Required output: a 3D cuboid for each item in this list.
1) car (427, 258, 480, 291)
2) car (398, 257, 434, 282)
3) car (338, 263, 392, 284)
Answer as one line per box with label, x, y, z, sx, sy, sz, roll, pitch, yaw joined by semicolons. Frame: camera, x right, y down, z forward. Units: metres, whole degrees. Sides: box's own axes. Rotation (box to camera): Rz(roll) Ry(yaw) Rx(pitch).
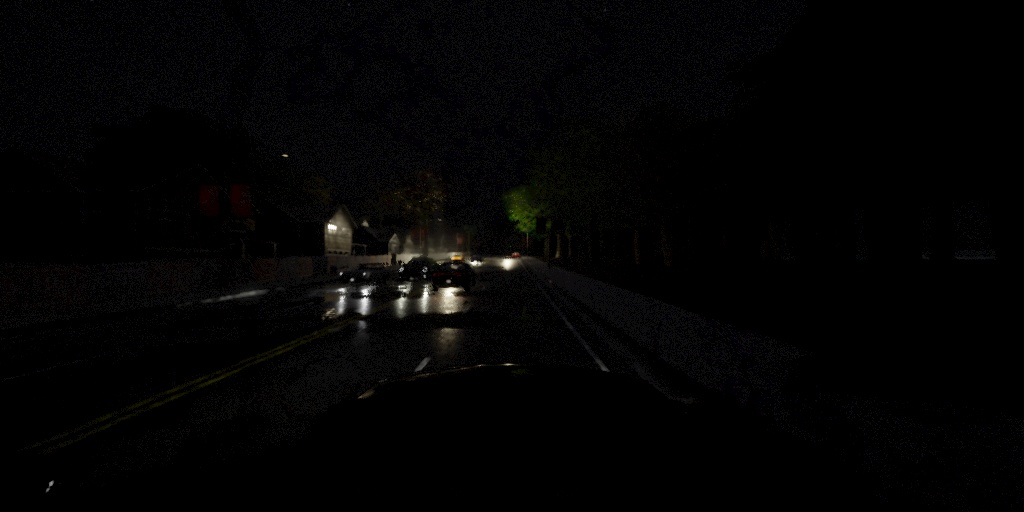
car;-3.149;1.073;20.276;1.882;1.535;5.008;0;1;0
car;-6.597;0.886;25.829;2.097;1.767;4.553;0;1;0
car;-9.849;1.152;24.335;1.895;1.301;4.718;0;1;0
